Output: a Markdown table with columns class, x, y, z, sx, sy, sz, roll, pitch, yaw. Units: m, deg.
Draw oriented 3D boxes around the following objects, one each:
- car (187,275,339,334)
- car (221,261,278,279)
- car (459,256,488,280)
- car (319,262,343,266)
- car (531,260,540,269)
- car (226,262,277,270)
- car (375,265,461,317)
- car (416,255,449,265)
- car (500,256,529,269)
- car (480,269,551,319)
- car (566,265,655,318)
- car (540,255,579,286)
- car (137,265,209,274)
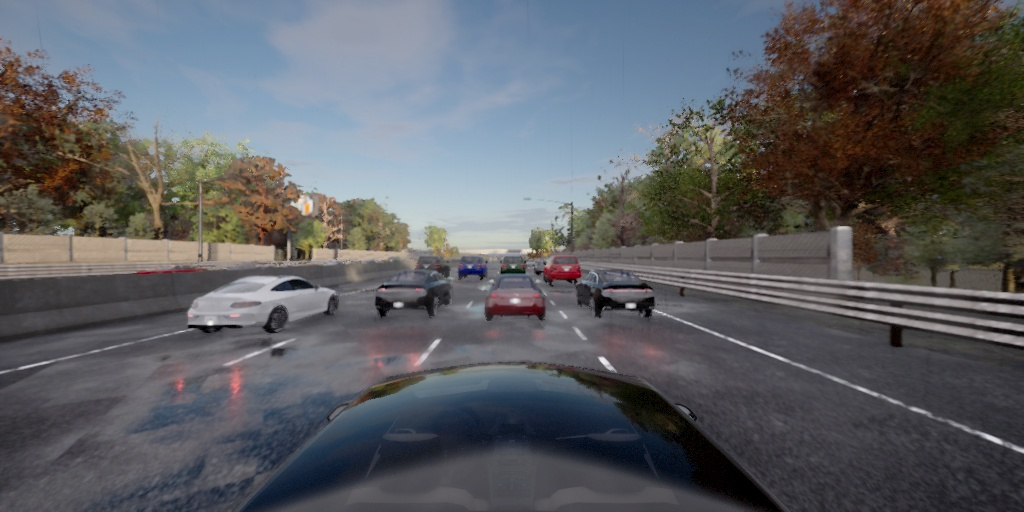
| class | x | y | z | sx | sy | sz | roll | pitch | yaw |
| --- | --- | --- | --- | --- | --- | --- | --- | --- | --- |
| car | -6.900 | 1.283 | 10.519 | 1.812 | 1.442 | 4.674 | 0 | 0 | 0 |
| car | -24.589 | 1.287 | 33.861 | 1.837 | 1.490 | 4.892 | 0 | 0 | 0 |
| car | -3.398 | 1.001 | 31.599 | 2.150 | 2.045 | 5.566 | 0 | 0 | 0 |
| car | -17.590 | 1.309 | 34.889 | 1.812 | 1.442 | 4.674 | 0 | 0 | 0 |
| car | 3.503 | 1.350 | 39.626 | 1.994 | 1.385 | 4.181 | 0 | 0 | 0 |
| car | -21.094 | 1.378 | 29.823 | 1.895 | 1.301 | 4.718 | 0 | 0 | 0 |
| car | -3.398 | 1.252 | 13.171 | 2.128 | 1.511 | 4.902 | 0 | 0 | 0 |
| car | -6.898 | 1.001 | 31.611 | 2.150 | 2.045 | 5.566 | 0 | 0 | 0 |
| car | 0.101 | 1.001 | 31.658 | 2.150 | 2.045 | 5.566 | 0 | 0 | 0 |
| car | 0.104 | 1.324 | 12.783 | 1.994 | 1.385 | 4.181 | 0 | 0 | 0 |
| car | 3.502 | 1.249 | 12.986 | 2.128 | 1.511 | 4.902 | 0 | 0 | 0 |
| car | 3.502 | 0.981 | 25.673 | 2.150 | 2.045 | 5.566 | 0 | 0 | 0 |
| car | -28.093 | 1.378 | 29.826 | 1.895 | 1.301 | 4.718 | 0 | 0 | 0 |
